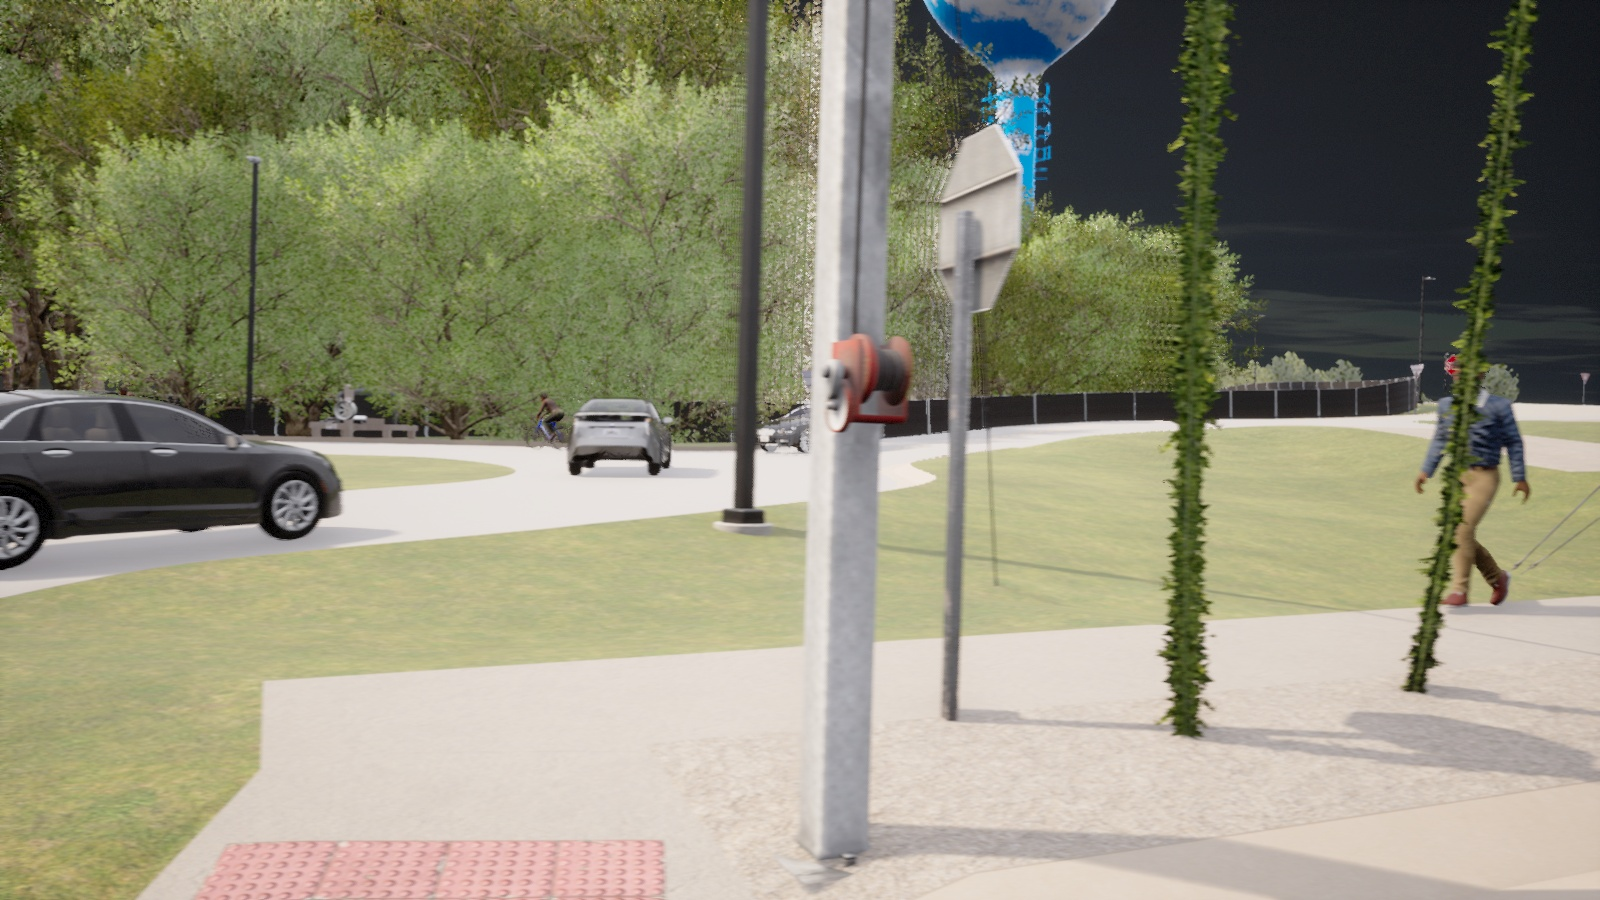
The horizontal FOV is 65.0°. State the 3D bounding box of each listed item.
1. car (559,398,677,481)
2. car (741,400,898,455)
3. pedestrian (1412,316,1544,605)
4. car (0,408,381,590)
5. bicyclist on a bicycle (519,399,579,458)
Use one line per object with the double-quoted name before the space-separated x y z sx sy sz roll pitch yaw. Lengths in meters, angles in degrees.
"car" -3.622 -0.270 25.809 2.007 1.525 4.514 -1 2 -3
"car" 0.690 -0.754 40.055 4.902 1.511 2.128 -5 4 -45
"pedestrian" 4.763 0.071 8.823 0.788 1.949 0.423 0 1 -27
"car" -6.639 0.357 12.164 1.837 1.490 4.892 0 2 30
"bicyclist on a bicycle" -7.114 -0.615 35.556 1.656 1.620 0.582 1 2 30
